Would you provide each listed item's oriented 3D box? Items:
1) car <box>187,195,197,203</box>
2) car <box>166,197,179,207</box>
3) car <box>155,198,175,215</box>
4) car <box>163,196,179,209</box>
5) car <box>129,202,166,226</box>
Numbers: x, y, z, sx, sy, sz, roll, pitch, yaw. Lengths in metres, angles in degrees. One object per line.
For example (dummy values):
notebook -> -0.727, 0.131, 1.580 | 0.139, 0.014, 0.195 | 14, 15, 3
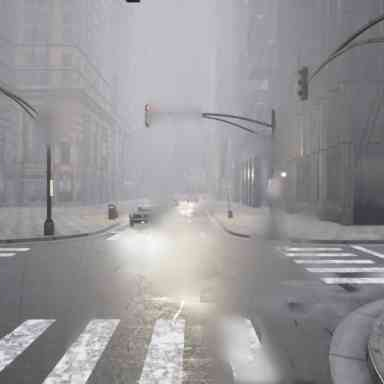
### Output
car -> 0.075, 1.366, 69.700 | 2.097, 1.767, 4.553 | 0, 0, 0
car -> -3.071, 1.531, 53.213 | 1.812, 1.442, 4.674 | 0, 0, 0
car -> -3.105, 1.564, 33.170 | 1.994, 1.385, 4.181 | 0, 0, 0
car -> -3.111, 1.354, 43.171 | 2.097, 1.767, 4.553 | 0, 0, 0
car -> -3.108, 1.601, 23.227 | 1.895, 1.301, 4.718 | 0, 0, 0
